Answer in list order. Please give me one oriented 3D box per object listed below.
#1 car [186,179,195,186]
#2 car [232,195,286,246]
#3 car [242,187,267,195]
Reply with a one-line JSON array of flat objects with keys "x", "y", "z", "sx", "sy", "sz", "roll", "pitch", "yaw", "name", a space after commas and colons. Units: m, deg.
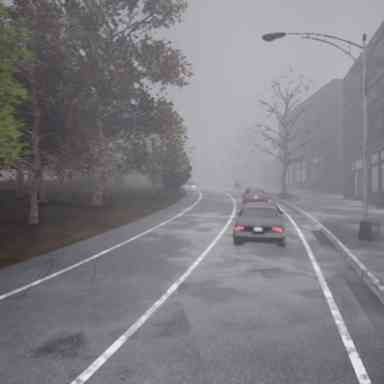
[{"x": -0.647, "y": -2.078, "z": 69.365, "sx": 1.812, "sy": 1.442, "sz": 4.674, "roll": 1, "pitch": 3, "yaw": -12, "name": "car"}, {"x": 2.683, "y": 1.101, "z": 13.102, "sx": 2.033, "sy": 1.411, "sz": 5.357, "roll": 0, "pitch": 3, "yaw": 13, "name": "car"}, {"x": 5.297, "y": 0.271, "z": 28.386, "sx": 1.994, "sy": 1.385, "sz": 4.181, "roll": 1, "pitch": 3, "yaw": 6, "name": "car"}]
